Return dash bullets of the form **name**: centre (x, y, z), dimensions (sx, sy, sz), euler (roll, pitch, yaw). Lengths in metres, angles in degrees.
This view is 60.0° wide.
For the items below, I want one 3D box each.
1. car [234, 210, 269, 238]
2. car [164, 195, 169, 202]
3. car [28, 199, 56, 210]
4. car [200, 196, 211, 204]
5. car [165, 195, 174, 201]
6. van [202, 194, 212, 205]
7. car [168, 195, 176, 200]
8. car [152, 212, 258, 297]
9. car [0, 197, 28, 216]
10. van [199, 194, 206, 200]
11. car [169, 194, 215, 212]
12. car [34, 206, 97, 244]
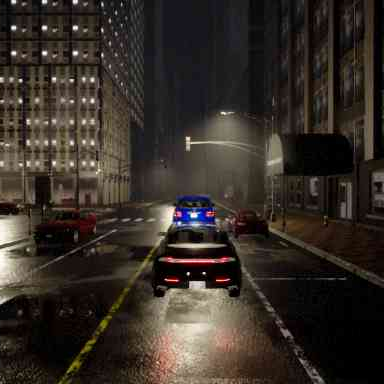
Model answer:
- **car**: centre (2.821, 1.580, 17.138), dimensions (1.802, 1.307, 4.206), euler (0, 0, 0)
- **car**: centre (-5.665, 1.524, 77.825), dimensions (1.887, 1.381, 4.507), euler (0, 0, 0)
- **car**: centre (-18.507, 1.498, 39.491), dimensions (4.403, 1.369, 2.008), euler (0, 0, 1)
- **car**: centre (2.711, 1.536, 66.427), dimensions (2.008, 1.369, 4.403), euler (0, 0, 0)
- **car**: centre (-5.662, 1.541, 83.522), dimensions (1.947, 1.339, 4.313), euler (0, 0, 0)
- **van**: centre (2.708, 1.328, 60.731), dimensions (1.690, 1.788, 3.998), euler (0, 0, 0)
- **car**: centre (-5.658, 1.533, 94.915), dimensions (1.947, 1.339, 4.313), euler (0, 0, 0)
- **car**: centre (0.102, 1.491, 8.538), dimensions (2.128, 1.511, 4.902), euler (0, 0, 0)
- **car**: centre (-18.597, 1.308, 31.109), dimensions (5.009, 1.841, 2.192), euler (0, 0, 1)
- **van**: centre (2.719, 1.312, 89.214), dimensions (1.690, 1.788, 3.998), euler (0, 0, 0)
- **car**: centre (0.096, 1.219, 18.457), dimensions (2.150, 2.045, 5.566), euler (0, 0, 0)
- **car**: centre (-5.819, 1.543, 15.765), dimensions (1.887, 1.381, 4.507), euler (0, 0, 0)
